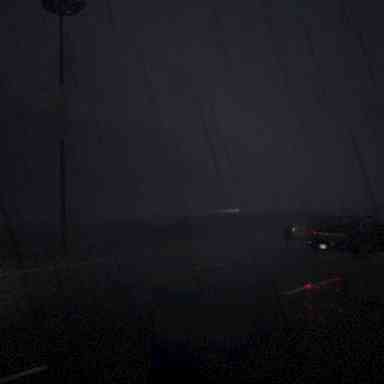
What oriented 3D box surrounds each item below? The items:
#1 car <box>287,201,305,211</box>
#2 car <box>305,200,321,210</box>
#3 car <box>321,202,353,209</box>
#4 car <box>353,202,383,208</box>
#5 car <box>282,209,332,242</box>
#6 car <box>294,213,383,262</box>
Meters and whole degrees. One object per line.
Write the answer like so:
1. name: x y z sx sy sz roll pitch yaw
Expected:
1. car: 15.397 1.983 45.968 4.553 1.767 2.097 -1 -1 -25
2. car: 17.192 2.106 42.941 4.181 1.385 1.994 0 -1 -25
3. car: 18.364 1.949 39.630 4.902 1.511 2.128 0 -1 -25
4. car: 20.711 1.841 36.865 5.008 1.535 1.882 0 -1 -24
5. car: 6.576 1.787 16.959 4.181 1.385 1.994 0 -1 -34
6. car: 6.463 1.633 12.690 4.902 1.511 2.128 0 -1 -34
